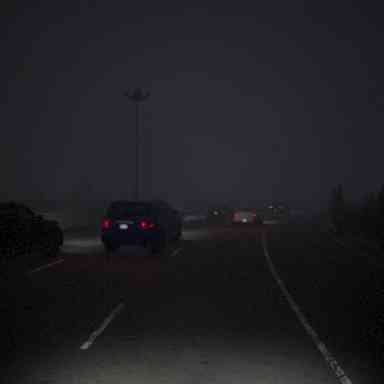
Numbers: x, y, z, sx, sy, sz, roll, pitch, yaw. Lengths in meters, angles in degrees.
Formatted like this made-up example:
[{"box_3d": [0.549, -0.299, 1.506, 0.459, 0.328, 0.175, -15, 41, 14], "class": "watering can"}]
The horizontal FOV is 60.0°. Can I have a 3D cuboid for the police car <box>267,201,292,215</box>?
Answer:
[{"box_3d": [10.662, 1.925, 40.180, 2.038, 1.542, 4.974, 0, 0, 28], "class": "police car"}]

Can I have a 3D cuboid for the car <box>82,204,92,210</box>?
[{"box_3d": [-10.311, 1.868, 36.918, 1.994, 1.385, 4.181, 0, -1, 22], "class": "car"}]

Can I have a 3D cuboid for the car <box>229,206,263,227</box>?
[{"box_3d": [4.345, 1.781, 25.397, 1.812, 1.442, 4.674, 0, -1, 17], "class": "car"}]

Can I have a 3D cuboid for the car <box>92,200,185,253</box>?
[{"box_3d": [-1.976, 1.350, 14.494, 2.150, 2.045, 5.566, 0, -1, 10], "class": "car"}]

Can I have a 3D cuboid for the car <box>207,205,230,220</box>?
[{"box_3d": [2.860, 1.871, 31.626, 1.994, 1.385, 4.181, 0, -1, 21], "class": "car"}]

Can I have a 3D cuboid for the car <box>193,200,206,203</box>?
[{"box_3d": [1.205, 2.039, 52.257, 1.812, 1.442, 4.674, 0, -1, 32], "class": "car"}]

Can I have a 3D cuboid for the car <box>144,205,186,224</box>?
[{"box_3d": [-2.158, 1.856, 28.123, 1.895, 1.301, 4.718, 0, -1, 18], "class": "car"}]

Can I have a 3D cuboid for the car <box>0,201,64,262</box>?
[{"box_3d": [-6.145, 1.293, 10.200, 2.150, 2.045, 5.566, 0, -1, 7], "class": "car"}]
